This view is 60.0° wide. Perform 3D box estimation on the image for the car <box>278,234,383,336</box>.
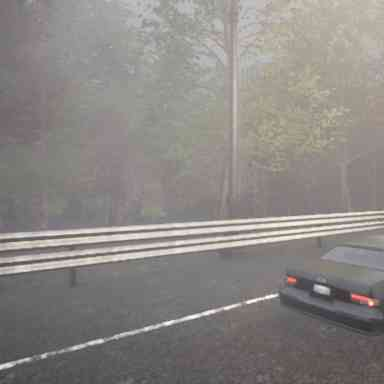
[{"bbox_3d":[4.066,1.585,6.653,5.357,1.411,2.033,0,0,-36],"label":"car"}]
